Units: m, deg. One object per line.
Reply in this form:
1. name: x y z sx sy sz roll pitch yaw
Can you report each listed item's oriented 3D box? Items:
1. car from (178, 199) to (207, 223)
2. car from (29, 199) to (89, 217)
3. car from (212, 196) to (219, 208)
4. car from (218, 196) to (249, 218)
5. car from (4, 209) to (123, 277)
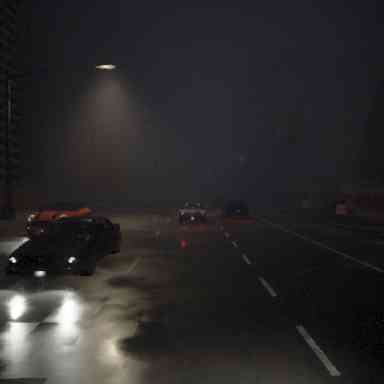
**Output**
1. car: 0.056 1.438 23.995 1.895 1.301 4.718 0 0 1
2. car: -6.997 1.229 17.956 2.097 1.767 4.553 0 1 0
3. car: 3.598 1.196 41.581 1.882 1.535 5.008 0 0 0
4. car: 3.582 1.287 28.010 1.882 1.535 5.008 0 1 0
5. car: -3.502 1.477 10.332 2.033 1.411 5.357 0 0 0
